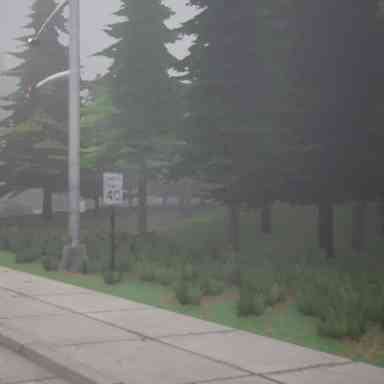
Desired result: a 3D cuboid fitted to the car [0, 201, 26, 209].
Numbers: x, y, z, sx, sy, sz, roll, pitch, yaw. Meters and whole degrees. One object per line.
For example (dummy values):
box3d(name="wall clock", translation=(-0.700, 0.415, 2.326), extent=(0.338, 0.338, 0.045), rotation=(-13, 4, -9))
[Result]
box3d(name="car", translation=(-17.702, 1.603, 32.406), extent=(1.994, 1.385, 4.181), rotation=(0, 0, 16))

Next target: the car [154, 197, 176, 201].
box3d(name="car", translation=(-3.970, 1.566, 52.372), extent=(4.674, 1.442, 1.812), rotation=(0, 0, -39))
